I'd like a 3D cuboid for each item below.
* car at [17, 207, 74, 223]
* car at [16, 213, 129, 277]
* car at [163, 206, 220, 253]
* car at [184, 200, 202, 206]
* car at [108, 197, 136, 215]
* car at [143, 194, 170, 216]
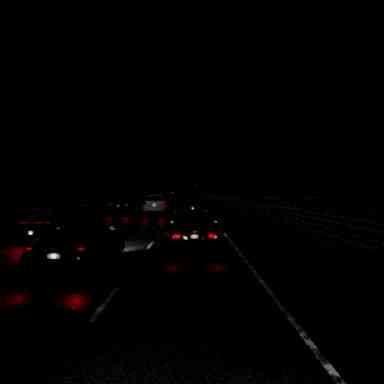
[{"bbox_3d":[-6.912,1.494,16.676,1.837,1.490,4.892,0,0,0],"label":"car"},{"bbox_3d":[-3.422,1.557,10.250,1.994,1.385,4.181,0,0,0],"label":"car"},{"bbox_3d":[0.089,1.537,13.588,2.033,1.411,5.357,0,0,0],"label":"car"},{"bbox_3d":[0.083,1.554,34.238,1.994,1.385,4.181,0,0,0],"label":"car"},{"bbox_3d":[-6.924,1.309,33.352,2.097,1.767,4.553,0,0,0],"label":"car"},{"bbox_3d":[-3.404,1.200,32.692,2.150,2.045,5.566,1,0,0],"label":"car"}]
